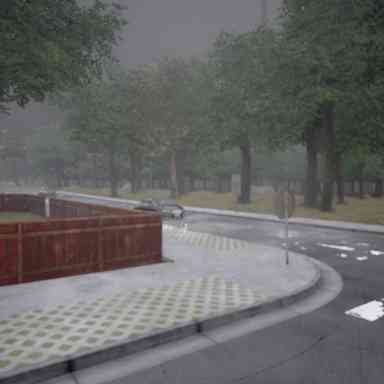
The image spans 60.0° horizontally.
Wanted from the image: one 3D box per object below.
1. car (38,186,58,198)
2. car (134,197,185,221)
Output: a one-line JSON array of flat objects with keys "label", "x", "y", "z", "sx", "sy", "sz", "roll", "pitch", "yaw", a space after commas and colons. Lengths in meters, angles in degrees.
[{"label": "car", "x": -21.932, "y": -0.061, "z": 50.700, "sx": 2.097, "sy": 1.767, "sz": 4.553, "roll": -2, "pitch": 3, "yaw": -35}, {"label": "car", "x": -2.341, "y": 1.143, "z": 23.182, "sx": 2.128, "sy": 1.511, "sz": 4.902, "roll": -2, "pitch": 2, "yaw": -35}]
